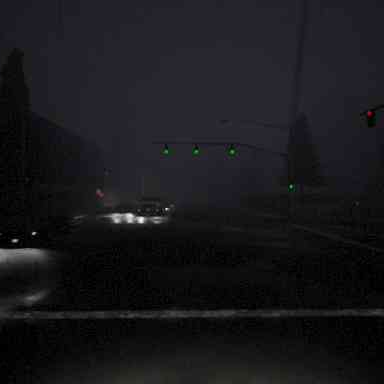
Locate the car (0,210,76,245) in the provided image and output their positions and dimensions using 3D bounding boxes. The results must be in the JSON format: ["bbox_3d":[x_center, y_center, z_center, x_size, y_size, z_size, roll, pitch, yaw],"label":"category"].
[{"bbox_3d":[-7.286,1.616,16.226,2.033,1.411,5.357,0,0,-2],"label":"car"}]

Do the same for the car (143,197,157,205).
[{"bbox_3d":[-8.108,1.757,64.943,2.128,1.511,4.902,0,0,-1],"label":"car"}]

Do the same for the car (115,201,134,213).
[{"bbox_3d":[-7.744,1.749,39.224,1.895,1.301,4.718,0,0,-1],"label":"car"}]

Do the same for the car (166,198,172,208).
[{"bbox_3d":[-4.504,1.716,50.957,1.812,1.442,4.674,0,0,-1],"label":"car"}]

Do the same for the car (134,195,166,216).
[{"bbox_3d":[-4.275,1.351,34.843,2.150,2.045,5.566,0,0,-1],"label":"car"}]

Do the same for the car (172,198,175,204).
[{"bbox_3d":[-4.669,1.866,69.235,1.994,1.385,4.181,0,0,-1],"label":"car"}]
